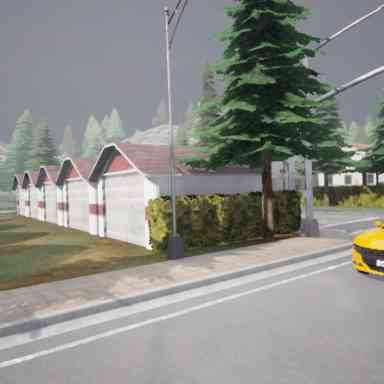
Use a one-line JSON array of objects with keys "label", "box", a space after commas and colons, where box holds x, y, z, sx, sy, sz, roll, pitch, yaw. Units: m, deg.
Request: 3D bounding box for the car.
[{"label": "car", "box": [5.963, 1.133, 8.306, 5.008, 1.535, 1.882, -2, 1, -36]}]
